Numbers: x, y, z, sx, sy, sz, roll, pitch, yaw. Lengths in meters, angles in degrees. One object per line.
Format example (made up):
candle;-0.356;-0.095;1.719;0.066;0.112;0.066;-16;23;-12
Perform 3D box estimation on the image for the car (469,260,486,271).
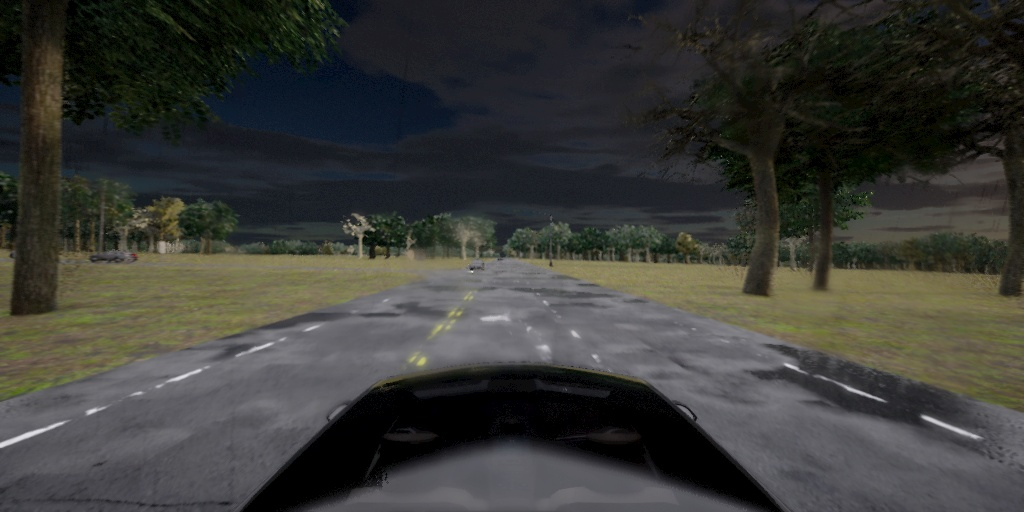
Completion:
car;-4.515;1.252;47.033;1.837;1.490;4.892;1;0;-1
